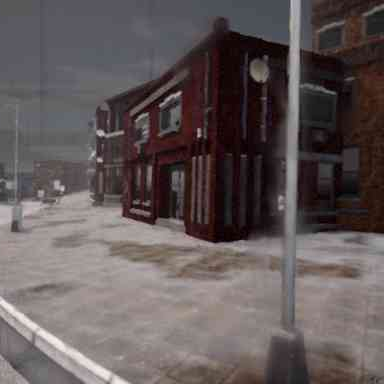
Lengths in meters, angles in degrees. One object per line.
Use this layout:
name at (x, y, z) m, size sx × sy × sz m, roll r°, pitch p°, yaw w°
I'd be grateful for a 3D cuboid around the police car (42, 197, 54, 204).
police car at (-35.051, 2.024, 80.171) m, size 1.930 × 1.638 × 5.238 m, roll 1°, pitch -1°, yaw -19°

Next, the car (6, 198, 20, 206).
car at (-33.910, 1.894, 63.076) m, size 2.128 × 1.511 × 4.902 m, roll 1°, pitch -1°, yaw -19°
